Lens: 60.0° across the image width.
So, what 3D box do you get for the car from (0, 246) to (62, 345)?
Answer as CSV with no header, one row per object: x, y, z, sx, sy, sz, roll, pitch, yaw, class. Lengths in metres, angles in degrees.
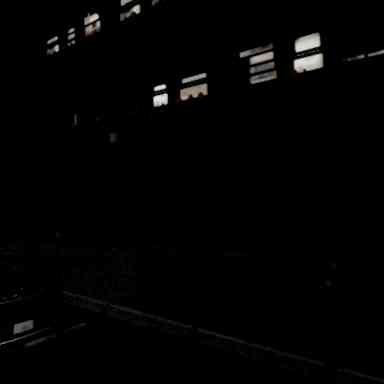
-4.051,1.613,5.784,4.403,1.369,2.008,-1,-1,36,car
